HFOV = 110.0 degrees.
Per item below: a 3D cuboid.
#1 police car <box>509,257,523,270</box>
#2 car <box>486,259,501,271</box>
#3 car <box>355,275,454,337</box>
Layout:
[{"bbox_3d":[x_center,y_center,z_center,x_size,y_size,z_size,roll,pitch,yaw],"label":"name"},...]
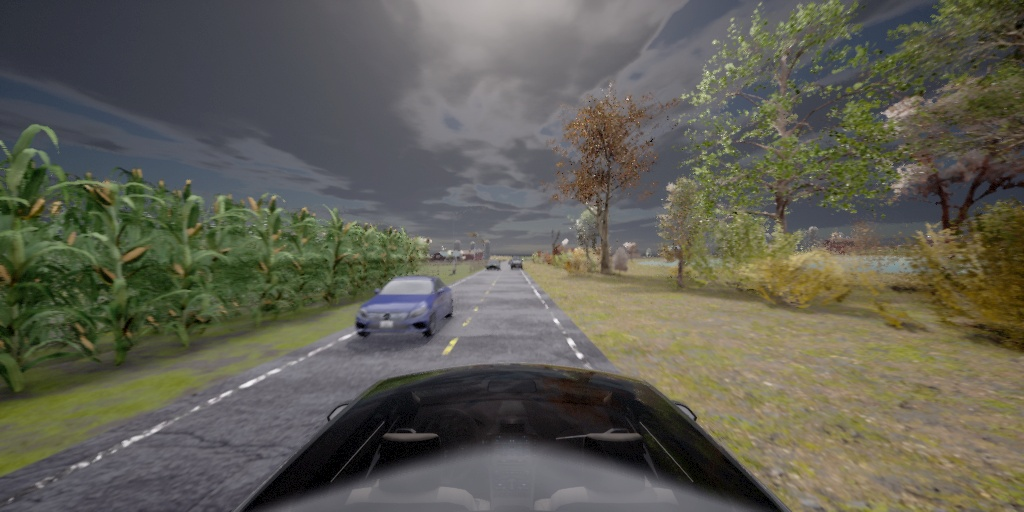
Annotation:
[{"bbox_3d":[0.816,1.374,58.875,1.930,1.638,5.238,0,0,0],"label":"police car"},{"bbox_3d":[-2.814,1.281,54.308,2.097,1.767,4.553,0,0,0],"label":"car"},{"bbox_3d":[-2.852,1.300,10.481,1.812,1.442,4.674,0,0,0],"label":"car"}]
